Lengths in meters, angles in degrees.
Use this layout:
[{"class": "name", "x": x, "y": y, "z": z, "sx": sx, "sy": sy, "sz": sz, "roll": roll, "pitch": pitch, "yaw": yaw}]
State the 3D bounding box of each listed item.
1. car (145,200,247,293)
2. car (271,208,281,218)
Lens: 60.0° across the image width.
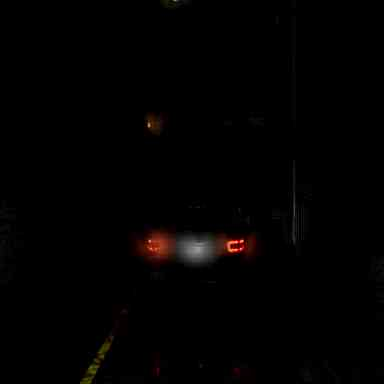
[{"class": "car", "x": 0.079, "y": 1.222, "z": 9.021, "sx": 2.150, "sy": 2.045, "sz": 5.566, "roll": 0, "pitch": 0, "yaw": 0}, {"class": "car", "x": 9.049, "y": 1.588, "z": 27.643, "sx": 4.718, "sy": 1.301, "sz": 1.895, "roll": 0, "pitch": 0, "yaw": -10}]
